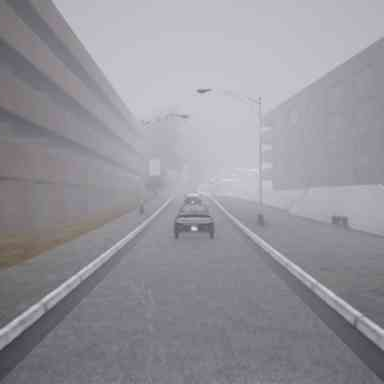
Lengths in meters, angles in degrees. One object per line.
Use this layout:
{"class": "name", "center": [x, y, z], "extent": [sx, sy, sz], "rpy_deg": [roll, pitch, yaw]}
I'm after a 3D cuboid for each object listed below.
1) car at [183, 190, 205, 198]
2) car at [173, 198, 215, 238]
{"class": "car", "center": [0.091, 0.715, 34.714], "extent": [1.812, 1.442, 4.674], "rpy_deg": [0, 3, 0]}
{"class": "car", "center": [0.096, 1.303, 16.598], "extent": [2.128, 1.511, 4.902], "rpy_deg": [0, 1, 0]}
